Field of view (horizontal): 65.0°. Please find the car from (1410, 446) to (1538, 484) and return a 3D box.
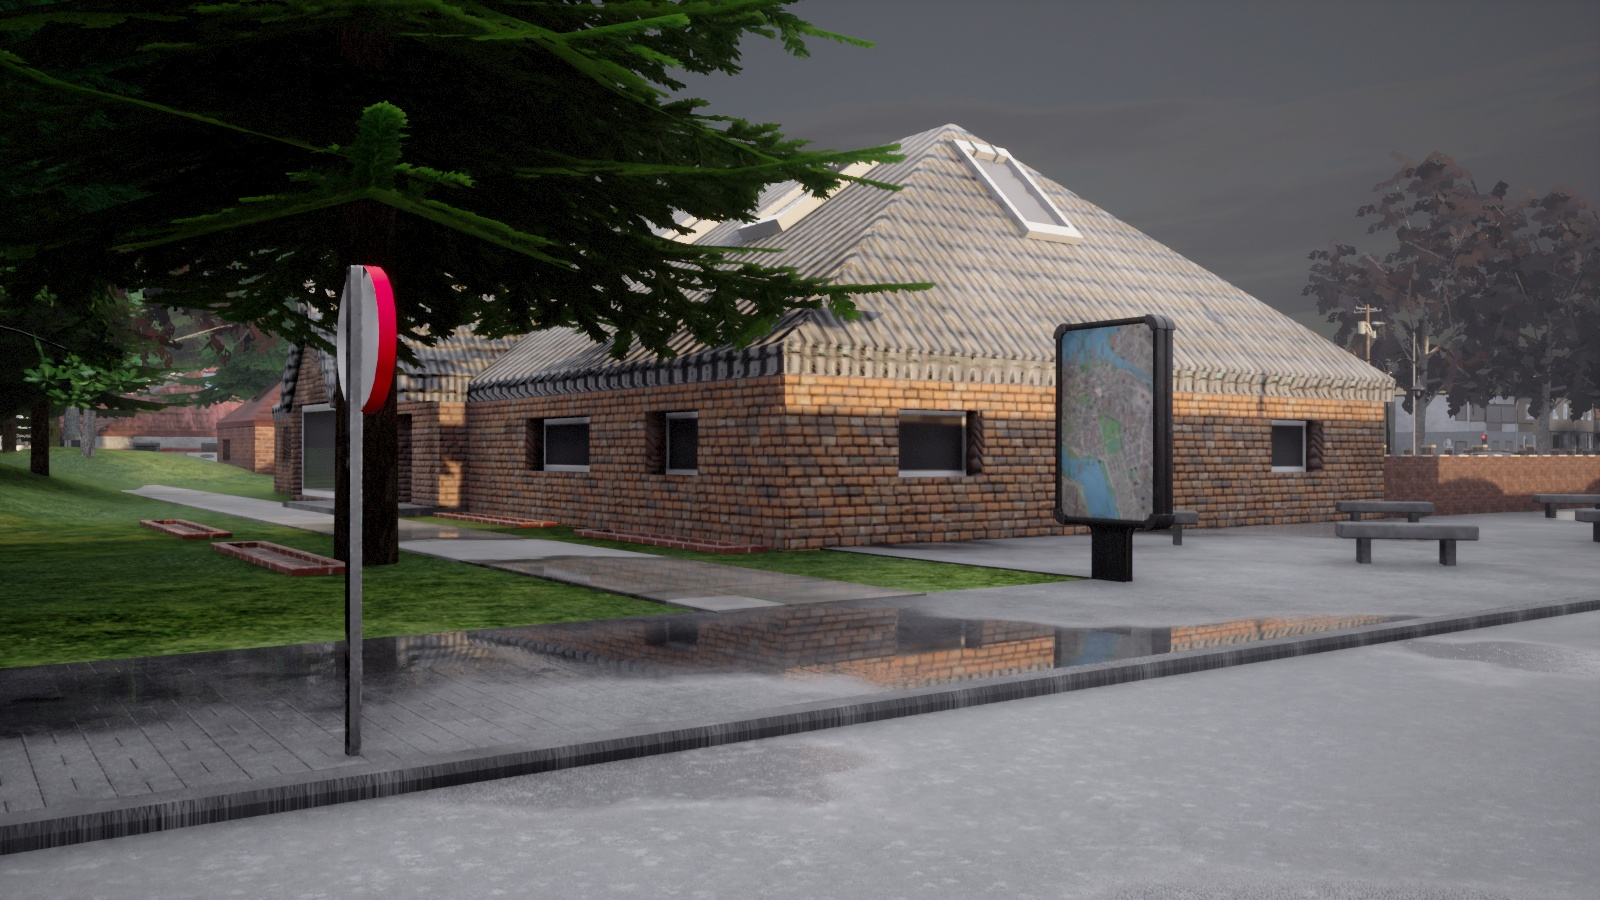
[{"bbox_3d":[30.707,0.664,57.341,2.242,1.667,4.611,0,0,-37],"label":"car"}]
